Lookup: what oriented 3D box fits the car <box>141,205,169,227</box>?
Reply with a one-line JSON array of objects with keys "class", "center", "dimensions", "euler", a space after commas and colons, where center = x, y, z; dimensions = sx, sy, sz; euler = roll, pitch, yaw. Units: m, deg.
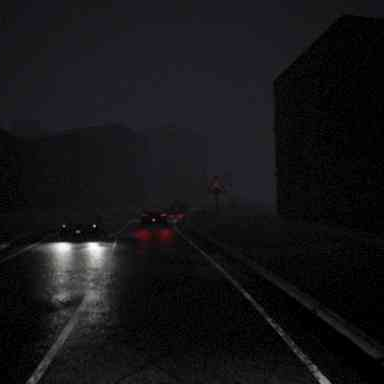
[{"class": "car", "center": [-2.718, 1.700, 24.567], "dimensions": [1.812, 1.442, 4.674], "euler": [0, 0, -4]}]

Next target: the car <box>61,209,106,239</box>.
[{"class": "car", "center": [-5.818, 1.658, 18.222], "dimensions": [1.812, 1.442, 4.674], "euler": [0, -1, -9]}]

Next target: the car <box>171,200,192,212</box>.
[{"class": "car", "center": [-1.330, 1.709, 41.380], "dimensions": [2.128, 1.511, 4.902], "euler": [-2, 0, 11]}]
